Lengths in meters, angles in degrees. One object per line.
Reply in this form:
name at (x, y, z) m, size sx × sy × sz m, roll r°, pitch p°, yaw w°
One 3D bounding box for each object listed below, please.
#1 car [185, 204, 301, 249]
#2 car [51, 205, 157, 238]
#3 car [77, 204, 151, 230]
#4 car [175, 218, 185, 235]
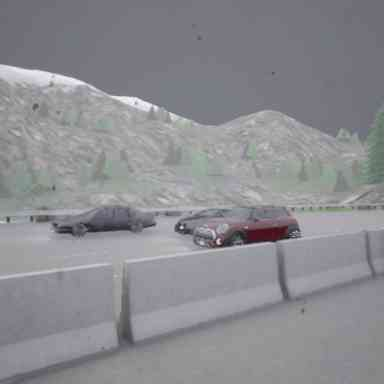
car at (2.291, 1.332, 13.671) m, size 4.553 × 1.767 × 2.097 m, roll 0°, pitch 0°, yaw -32°
car at (-4.540, 1.508, 17.687) m, size 5.357 × 1.411 × 2.033 m, roll 0°, pitch 0°, yaw -33°
car at (-5.003, 1.518, 21.480) m, size 4.181 × 1.385 × 1.994 m, roll 0°, pitch 0°, yaw -32°
car at (1.220, 1.536, 17.133) m, size 4.181 × 1.385 × 1.994 m, roll 0°, pitch 0°, yaw -31°
